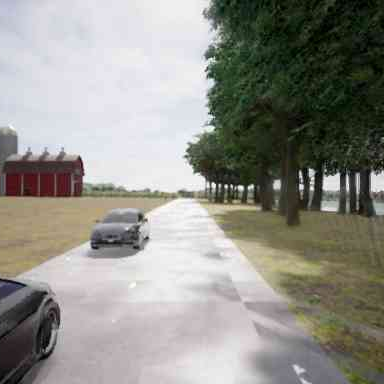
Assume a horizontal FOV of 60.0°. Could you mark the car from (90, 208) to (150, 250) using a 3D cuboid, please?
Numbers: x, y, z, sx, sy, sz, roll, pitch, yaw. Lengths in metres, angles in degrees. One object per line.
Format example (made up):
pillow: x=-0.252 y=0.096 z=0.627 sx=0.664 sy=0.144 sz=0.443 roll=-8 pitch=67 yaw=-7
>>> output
car: x=-2.931 y=1.507 z=14.370 sx=1.837 sy=1.490 sz=4.892 roll=0 pitch=0 yaw=0

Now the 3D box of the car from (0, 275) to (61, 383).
car: x=-2.868 y=1.570 z=3.140 sx=1.994 sy=1.385 sz=4.181 roll=0 pitch=0 yaw=-1
